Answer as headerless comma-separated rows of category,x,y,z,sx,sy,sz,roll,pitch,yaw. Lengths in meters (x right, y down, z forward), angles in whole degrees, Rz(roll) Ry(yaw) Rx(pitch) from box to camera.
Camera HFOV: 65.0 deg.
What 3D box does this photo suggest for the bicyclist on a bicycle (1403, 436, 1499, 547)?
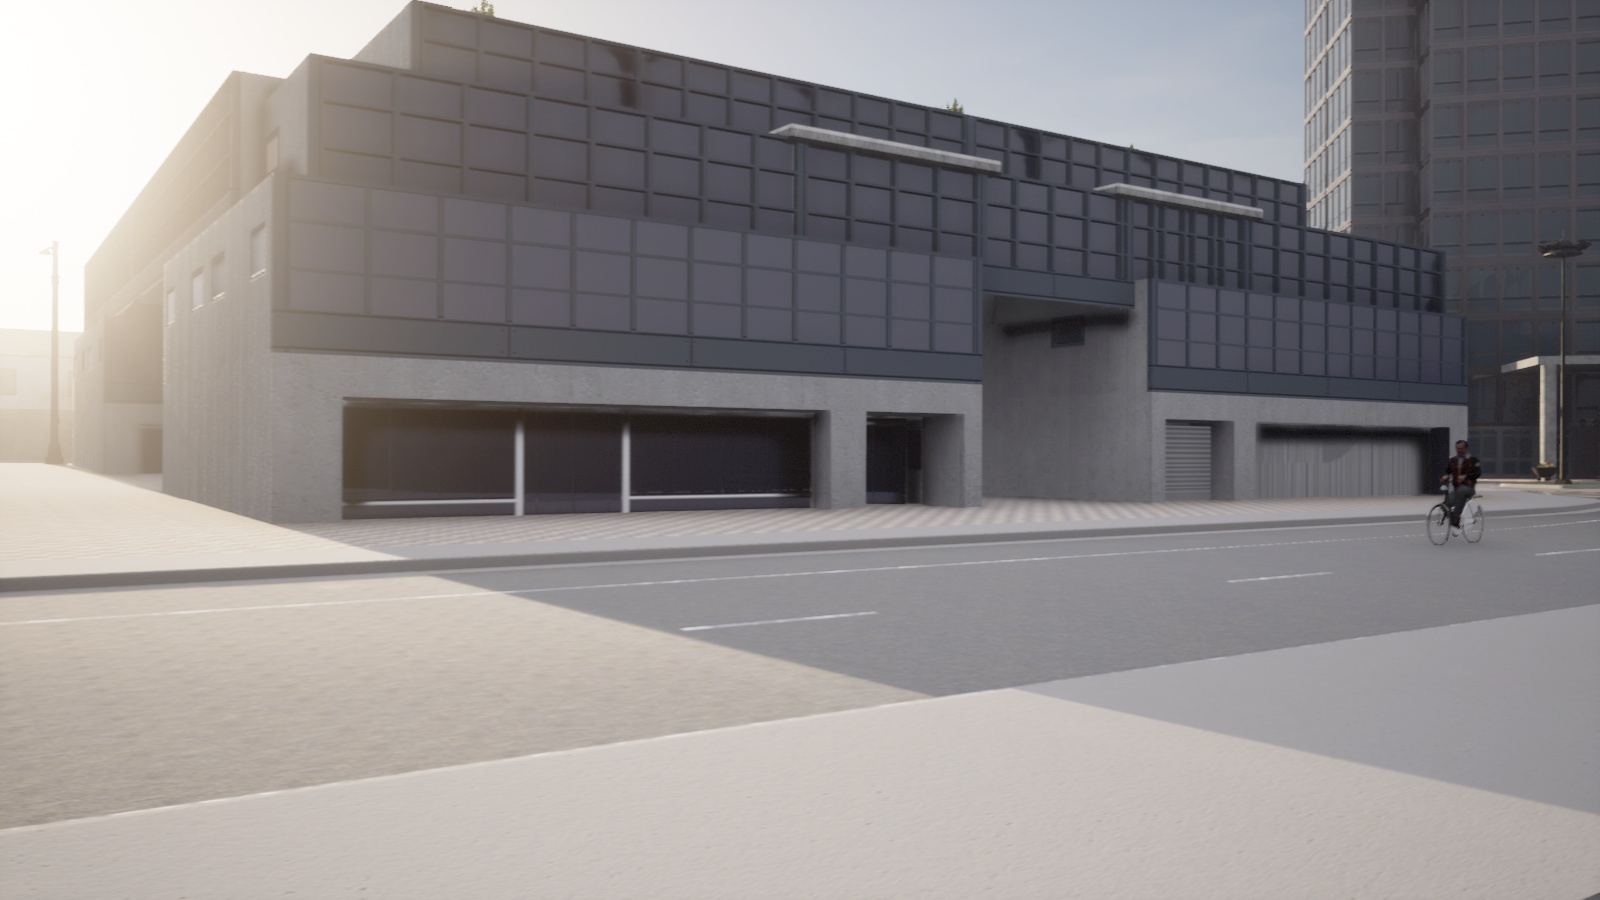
bicyclist on a bicycle,10.863,0.676,20.935,1.843,1.776,0.659,0,-1,-36
